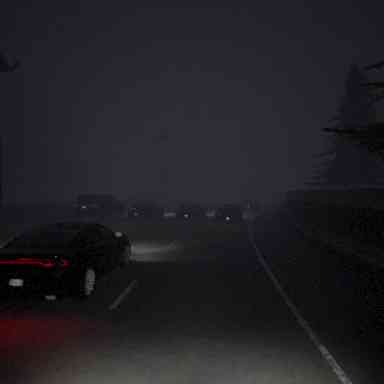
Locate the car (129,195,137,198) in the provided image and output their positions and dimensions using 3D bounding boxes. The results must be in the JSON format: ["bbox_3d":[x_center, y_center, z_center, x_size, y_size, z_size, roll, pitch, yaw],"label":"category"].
[{"bbox_3d":[-11.637,1.341,60.755,2.097,1.767,4.553,0,0,23],"label":"car"}]

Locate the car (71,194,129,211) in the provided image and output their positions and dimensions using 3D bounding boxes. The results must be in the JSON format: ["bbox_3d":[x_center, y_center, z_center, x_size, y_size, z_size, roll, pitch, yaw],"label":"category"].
[{"bbox_3d":[-7.454,1.212,27.219,2.150,2.045,5.566,0,0,11],"label":"car"}]

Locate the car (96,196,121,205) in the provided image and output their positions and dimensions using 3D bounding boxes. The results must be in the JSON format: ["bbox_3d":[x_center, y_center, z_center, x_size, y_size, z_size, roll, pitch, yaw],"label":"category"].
[{"bbox_3d":[-15.248,1.459,61.205,1.882,1.535,5.008,0,0,23],"label":"car"}]

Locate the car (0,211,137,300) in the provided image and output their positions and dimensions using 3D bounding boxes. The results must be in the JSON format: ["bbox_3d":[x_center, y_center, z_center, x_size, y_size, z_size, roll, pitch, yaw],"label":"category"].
[{"bbox_3d":[-2.979,1.473,8.434,1.882,1.535,5.008,0,0,4],"label":"car"}]

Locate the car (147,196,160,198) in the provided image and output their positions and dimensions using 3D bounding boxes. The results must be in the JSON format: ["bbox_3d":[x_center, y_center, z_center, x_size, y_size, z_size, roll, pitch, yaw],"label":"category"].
[{"bbox_3d":[-7.351,1.501,61.784,1.837,1.490,4.892,0,0,25],"label":"car"}]

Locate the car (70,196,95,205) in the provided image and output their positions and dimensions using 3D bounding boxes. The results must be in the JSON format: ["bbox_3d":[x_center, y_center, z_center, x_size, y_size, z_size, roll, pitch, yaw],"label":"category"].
[{"bbox_3d":[-19.618,1.497,59.832,1.812,1.442,4.674,0,0,22],"label":"car"}]

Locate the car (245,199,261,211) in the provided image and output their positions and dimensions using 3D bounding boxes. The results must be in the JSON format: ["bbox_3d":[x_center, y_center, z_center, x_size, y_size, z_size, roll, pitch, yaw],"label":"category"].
[{"bbox_3d":[7.546,1.553,42.166,1.812,1.442,4.674,0,0,19],"label":"car"}]

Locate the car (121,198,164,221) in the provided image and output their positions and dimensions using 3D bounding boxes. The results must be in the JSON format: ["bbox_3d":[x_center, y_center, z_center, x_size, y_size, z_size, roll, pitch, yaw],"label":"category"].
[{"bbox_3d":[-3.741,1.490,27.752,2.128,1.511,4.902,0,0,12],"label":"car"}]

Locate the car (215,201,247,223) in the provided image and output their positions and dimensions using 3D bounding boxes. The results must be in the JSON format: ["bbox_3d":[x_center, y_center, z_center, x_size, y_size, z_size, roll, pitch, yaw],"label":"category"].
[{"bbox_3d":[3.031,1.614,26.068,1.895,1.301,4.718,0,0,12],"label":"car"}]

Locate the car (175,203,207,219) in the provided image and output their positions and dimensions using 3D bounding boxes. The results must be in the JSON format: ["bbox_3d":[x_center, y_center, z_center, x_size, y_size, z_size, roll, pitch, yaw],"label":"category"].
[{"bbox_3d":[0.042,1.608,28.812,1.895,1.301,4.718,0,0,13],"label":"car"}]
